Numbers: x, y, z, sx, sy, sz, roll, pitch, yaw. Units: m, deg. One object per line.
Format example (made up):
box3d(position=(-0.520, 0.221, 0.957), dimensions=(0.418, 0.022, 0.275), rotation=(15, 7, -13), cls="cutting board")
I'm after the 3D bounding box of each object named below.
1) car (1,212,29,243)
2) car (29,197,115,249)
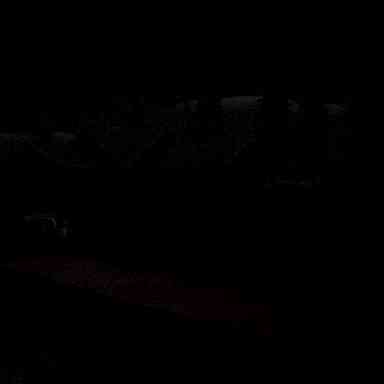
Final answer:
box3d(position=(-6.216, 1.174, 14.988), dimensions=(1.905, 1.878, 3.866), rotation=(0, 0, 35), cls="car")
box3d(position=(-3.941, 1.173, 13.850), dimensions=(1.932, 1.855, 4.605), rotation=(0, 0, 35), cls="car")
